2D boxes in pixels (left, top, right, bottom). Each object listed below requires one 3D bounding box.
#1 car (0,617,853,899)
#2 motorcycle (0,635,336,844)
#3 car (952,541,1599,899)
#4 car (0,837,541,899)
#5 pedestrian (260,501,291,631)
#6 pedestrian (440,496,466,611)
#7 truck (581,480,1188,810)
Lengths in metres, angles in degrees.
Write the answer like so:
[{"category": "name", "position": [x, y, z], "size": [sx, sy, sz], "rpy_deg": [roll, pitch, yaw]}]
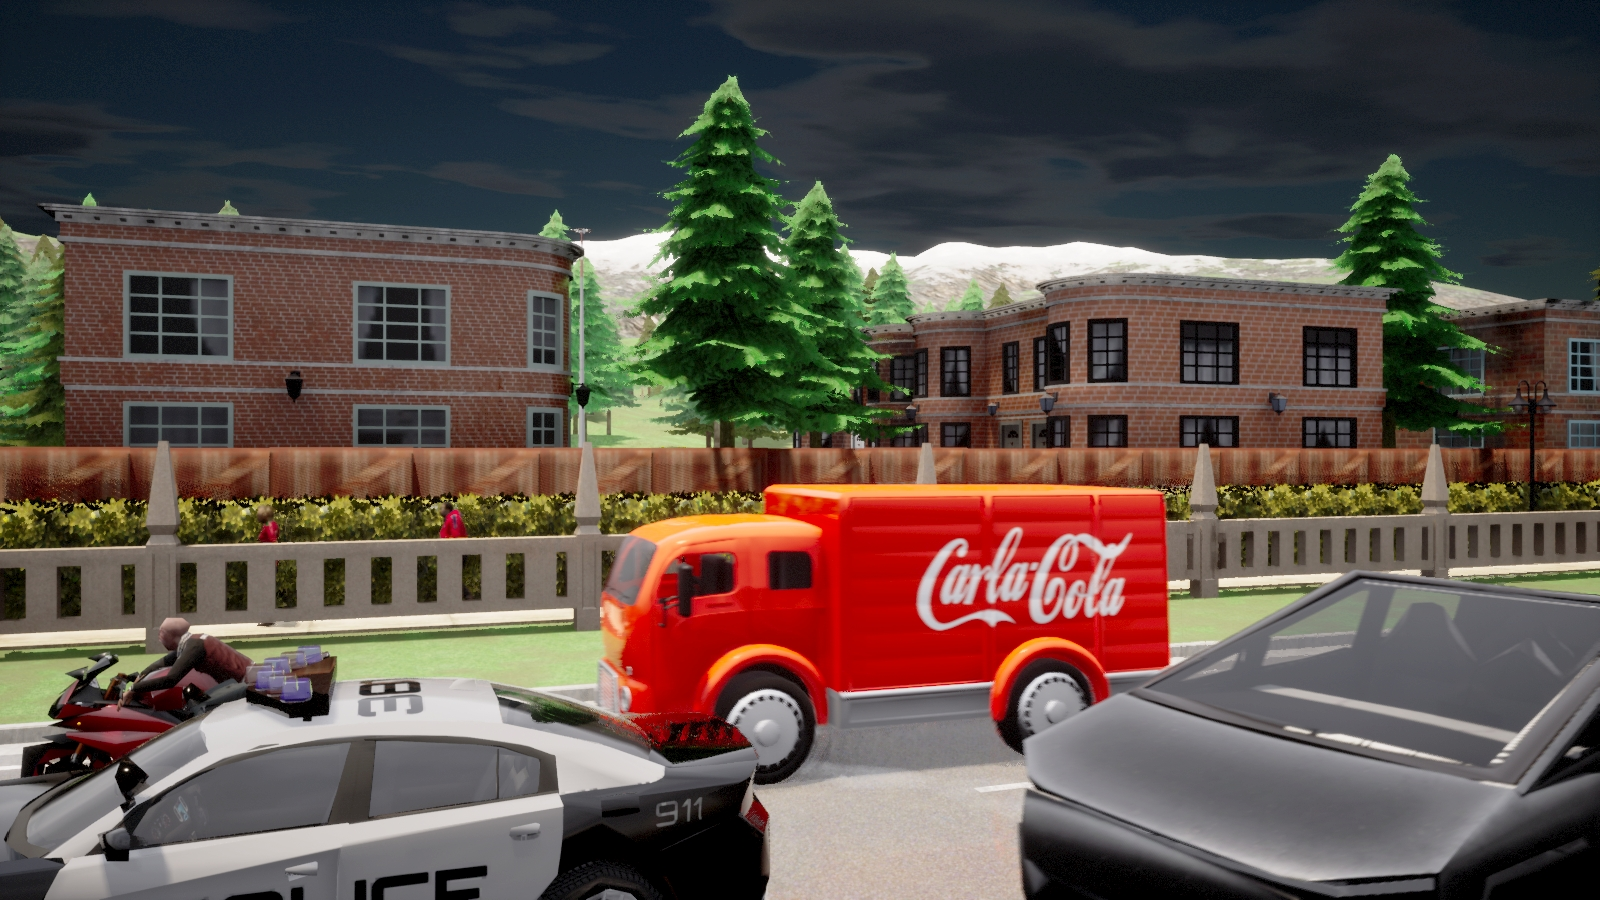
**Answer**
[{"category": "car", "position": [-2.539, 1.983, 6.100], "size": [5.238, 1.638, 2.097], "rpy_deg": [0, 0, -20]}, {"category": "motorcycle", "position": [-4.855, 2.205, 8.981], "size": [2.209, 1.251, 0.867], "rpy_deg": [0, 0, -20]}, {"category": "car", "position": [4.062, 1.757, 6.263], "size": [6.274, 2.098, 2.390], "rpy_deg": [0, 0, -31]}, {"category": "car", "position": [-2.622, 2.065, 2.345], "size": [4.193, 1.474, 1.816], "rpy_deg": [0, 0, -20]}, {"category": "pedestrian", "position": [-7.752, 1.701, 16.890], "size": [0.375, 1.860, 0.375], "rpy_deg": [0, 0, -18]}, {"category": "pedestrian", "position": [-5.747, 1.702, 18.926], "size": [0.375, 1.860, 0.375], "rpy_deg": [0, 0, -23]}, {"category": "truck", "position": [0.724, 1.571, 11.011], "size": [5.204, 2.467, 2.627], "rpy_deg": [0, 0, -20]}]
